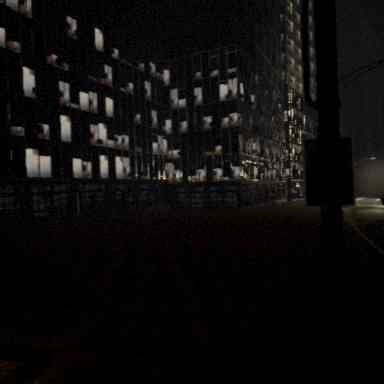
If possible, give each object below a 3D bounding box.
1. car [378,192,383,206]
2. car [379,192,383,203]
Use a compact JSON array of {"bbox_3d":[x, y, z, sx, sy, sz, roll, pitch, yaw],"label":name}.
[{"bbox_3d":[23.527,0.857,39.379,1.837,1.490,4.892,-2,0,27],"label":"car"},{"bbox_3d":[28.264,0.740,48.214,1.837,1.490,4.892,-2,0,30],"label":"car"}]
